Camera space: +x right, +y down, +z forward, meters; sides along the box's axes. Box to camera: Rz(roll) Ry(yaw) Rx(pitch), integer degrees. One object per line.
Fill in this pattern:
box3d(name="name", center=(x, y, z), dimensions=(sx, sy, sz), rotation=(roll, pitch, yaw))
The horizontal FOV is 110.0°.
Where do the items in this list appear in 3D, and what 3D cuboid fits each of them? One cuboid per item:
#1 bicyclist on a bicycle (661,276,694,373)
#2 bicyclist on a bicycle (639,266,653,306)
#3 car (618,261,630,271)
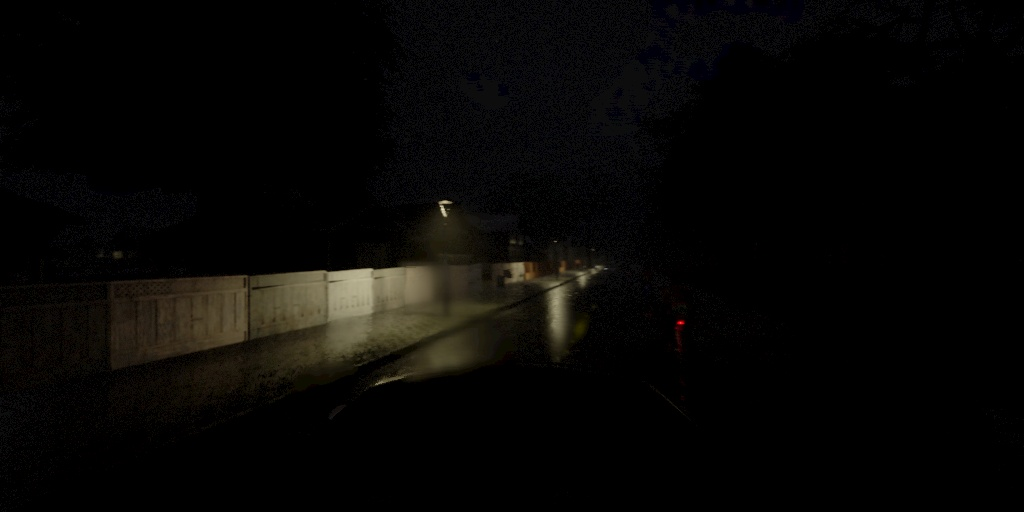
box3d(name="bicyclist on a bicycle", center=(3.087, 1.211, 6.646), dimensions=(0.582, 1.620, 1.656), rotation=(-1, -1, 17))
box3d(name="bicyclist on a bicycle", center=(5.724, 1.264, 15.252), dimensions=(0.582, 1.620, 1.656), rotation=(-1, -1, 17))
box3d(name="car", center=(18.465, 1.610, 59.045), dimensions=(2.128, 1.511, 4.902), rotation=(-1, -1, 17))
